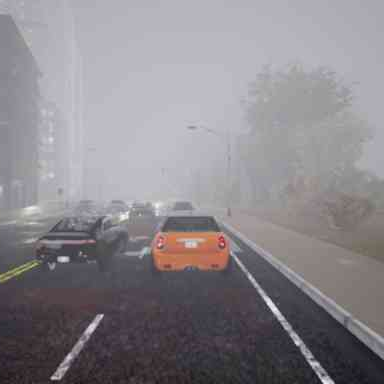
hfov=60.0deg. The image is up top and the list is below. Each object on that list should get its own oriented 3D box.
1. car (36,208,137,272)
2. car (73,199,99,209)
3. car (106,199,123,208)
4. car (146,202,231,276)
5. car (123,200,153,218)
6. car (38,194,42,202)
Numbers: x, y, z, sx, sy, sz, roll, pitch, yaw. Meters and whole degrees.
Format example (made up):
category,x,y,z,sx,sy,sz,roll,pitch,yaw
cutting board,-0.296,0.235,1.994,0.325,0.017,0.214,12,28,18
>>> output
category,x,y,z,sx,sy,sz,roll,pitch,yaw
car,-3.318,1.498,10.867,2.128,1.511,4.902,0,0,-1
car,-11.210,1.521,35.315,1.837,1.490,4.892,0,-1,-4
car,-7.971,1.535,35.601,1.812,1.442,4.674,0,0,-4
car,-0.063,1.355,10.502,2.097,1.767,4.553,0,0,-1
car,-3.962,1.499,26.916,2.128,1.511,4.902,0,0,-3
car,-31.756,1.090,65.093,4.097,1.590,1.967,1,-1,-14
